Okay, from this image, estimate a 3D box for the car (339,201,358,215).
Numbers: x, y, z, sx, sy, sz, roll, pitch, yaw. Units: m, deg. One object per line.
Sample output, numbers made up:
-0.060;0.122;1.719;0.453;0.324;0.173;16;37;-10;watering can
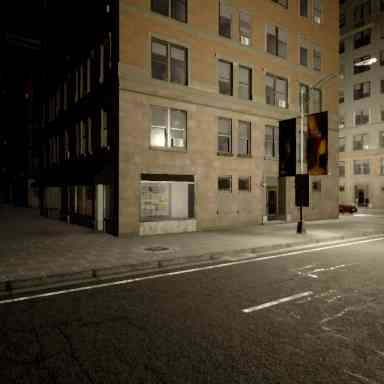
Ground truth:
14.709;1.547;34.271;1.994;1.385;4.181;0;0;-35;car
